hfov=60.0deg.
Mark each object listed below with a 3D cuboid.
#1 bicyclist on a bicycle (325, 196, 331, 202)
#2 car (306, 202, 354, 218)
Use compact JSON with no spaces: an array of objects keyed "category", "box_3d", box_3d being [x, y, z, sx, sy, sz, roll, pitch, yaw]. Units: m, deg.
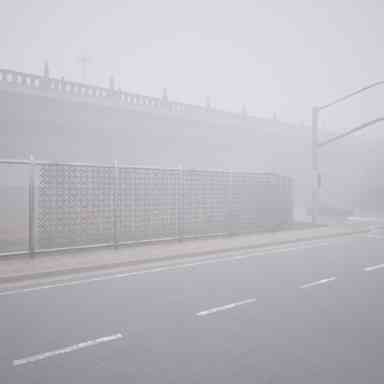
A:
[{"category":"bicyclist on a bicycle","box_3d":[17.728,1.356,43.298,1.656,1.620,0.582,0,0,-36]},{"category":"car","box_3d":[12.889,1.618,31.224,1.994,1.385,4.181,0,0,-36]}]
